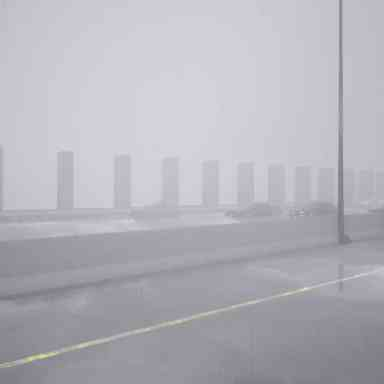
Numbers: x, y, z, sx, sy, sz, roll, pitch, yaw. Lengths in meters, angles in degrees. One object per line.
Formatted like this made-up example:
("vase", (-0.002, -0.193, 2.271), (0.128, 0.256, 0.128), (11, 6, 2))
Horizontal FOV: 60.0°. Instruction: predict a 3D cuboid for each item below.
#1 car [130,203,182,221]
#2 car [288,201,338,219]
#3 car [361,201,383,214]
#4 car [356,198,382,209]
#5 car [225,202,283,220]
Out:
("car", (-2.935, 1.564, 27.188), (4.181, 1.385, 1.994), (0, 0, -33))
("car", (9.947, 1.506, 27.172), (4.892, 1.490, 1.837), (0, 0, -32))
("car", (16.120, 1.601, 26.921), (4.718, 1.301, 1.895), (0, 0, -32))
("car", (23.709, 1.525, 43.957), (4.674, 1.442, 1.812), (0, 0, -32))
("car", (5.373, 1.547, 28.425), (5.357, 1.411, 2.033), (0, 0, -33))
